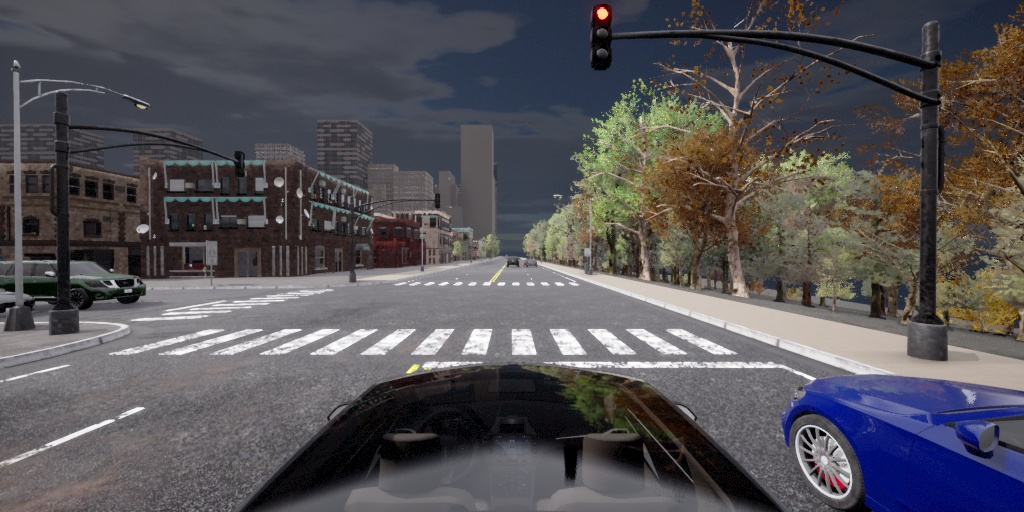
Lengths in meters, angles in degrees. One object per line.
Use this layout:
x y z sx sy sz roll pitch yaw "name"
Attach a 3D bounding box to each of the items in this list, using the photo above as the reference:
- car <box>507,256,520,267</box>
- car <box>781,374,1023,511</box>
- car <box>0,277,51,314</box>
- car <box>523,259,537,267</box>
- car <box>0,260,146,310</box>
0.219 0.948 63.715 2.150 2.045 5.566 0 0 1 "car"
3.346 1.276 1.331 1.812 1.442 4.674 0 0 2 "car"
-19.926 1.565 12.773 4.313 1.339 1.948 0 0 0 "car"
3.472 1.218 63.875 2.128 1.511 4.902 0 0 0 "car"
-19.311 1.186 15.475 5.566 2.045 2.150 -1 1 0 "car"
